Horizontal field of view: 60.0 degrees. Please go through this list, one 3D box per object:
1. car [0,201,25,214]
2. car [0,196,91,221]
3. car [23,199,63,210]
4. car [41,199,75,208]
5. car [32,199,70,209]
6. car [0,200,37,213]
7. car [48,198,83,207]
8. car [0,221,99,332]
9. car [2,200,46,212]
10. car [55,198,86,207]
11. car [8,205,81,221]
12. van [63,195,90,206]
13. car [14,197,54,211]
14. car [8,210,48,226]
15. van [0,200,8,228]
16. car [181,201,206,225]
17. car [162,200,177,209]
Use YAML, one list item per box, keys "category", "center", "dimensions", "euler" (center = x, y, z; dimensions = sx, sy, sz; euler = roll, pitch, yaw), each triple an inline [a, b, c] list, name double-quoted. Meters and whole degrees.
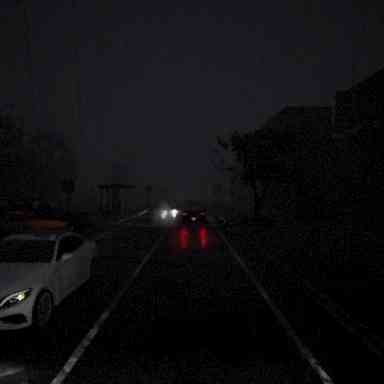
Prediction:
- category: "car"
  center: [-22.042, 1.778, 38.222]
  dimensions: [4.674, 1.452, 2.002]
  euler: [0, 0, 0]
- category: "car"
  center: [-8.934, 1.385, 19.668]
  dimensions: [5.566, 2.045, 2.435]
  euler: [0, 0, 0]
- category: "car"
  center: [-22.053, 1.802, 49.326]
  dimensions: [5.008, 1.535, 2.097]
  euler: [0, 0, 0]
- category: "car"
  center: [-22.077, 1.865, 54.875]
  dimensions: [4.792, 1.488, 2.163]
  euler: [0, 0, 0]
- category: "car"
  center: [-22.042, 1.820, 52.101]
  dimensions: [4.892, 1.521, 2.231]
  euler: [0, 0, 0]
- category: "car"
  center: [-22.041, 1.754, 40.999]
  dimensions: [5.008, 1.535, 2.097]
  euler: [0, 0, 0]
- category: "car"
  center: [-21.863, 1.850, 57.650]
  dimensions: [5.366, 1.575, 1.946]
  euler: [0, 0, 0]
- category: "car"
  center: [-3.341, 1.587, 7.074]
  dimensions: [1.812, 1.442, 4.674]
  euler: [0, 0, 0]
- category: "car"
  center: [-22.044, 1.810, 43.774]
  dimensions: [4.674, 1.452, 2.002]
  euler: [0, 0, 0]
- category: "car"
  center: [-22.079, 1.900, 60.427]
  dimensions: [4.792, 1.488, 2.163]
  euler: [0, 0, 0]
- category: "car"
  center: [-8.776, 1.618, 16.863]
  dimensions: [5.366, 1.575, 1.946]
  euler: [0, 0, 0]
- category: "van"
  center: [-21.933, 1.662, 63.202]
  dimensions: [4.442, 1.987, 1.878]
  euler: [0, 0, 0]
- category: "car"
  center: [-22.078, 1.660, 46.551]
  dimensions: [4.553, 1.767, 2.185]
  euler: [0, 0, 0]
- category: "car"
  center: [-8.964, 1.646, 14.060]
  dimensions: [4.674, 1.452, 2.002]
  euler: [0, 0, 0]
- category: "van"
  center: [-9.078, 1.365, 11.258]
  dimensions: [4.442, 1.987, 1.878]
  euler: [0, 0, 0]
- category: "car"
  center: [0.130, 1.711, 25.836]
  dimensions: [1.812, 1.442, 4.674]
  euler: [0, 0, 0]
- category: "car"
  center: [-3.270, 1.850, 49.052]
  dimensions: [1.895, 1.301, 4.718]
  euler: [0, 0, 0]
